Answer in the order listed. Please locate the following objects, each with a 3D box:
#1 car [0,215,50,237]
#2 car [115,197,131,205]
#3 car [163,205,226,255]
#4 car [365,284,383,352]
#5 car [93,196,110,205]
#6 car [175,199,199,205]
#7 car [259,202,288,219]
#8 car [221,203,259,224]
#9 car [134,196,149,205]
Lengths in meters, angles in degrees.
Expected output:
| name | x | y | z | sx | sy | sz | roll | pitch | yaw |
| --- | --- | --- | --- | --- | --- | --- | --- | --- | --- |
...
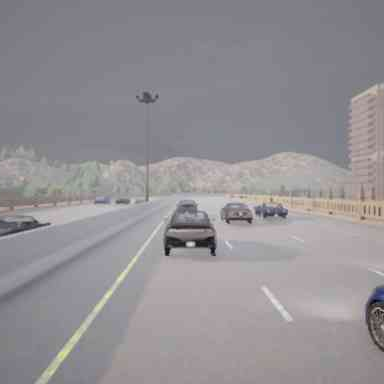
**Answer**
| name | x | y | z | sx | sy | sz | roll | pitch | yaw |
| --- | --- | --- | --- | --- | --- | --- | --- | --- | --- |
| car | -7.274 | 1.581 | 12.817 | 1.895 | 1.301 | 4.718 | 0 | 0 | -1 |
| car | -11.559 | 1.503 | 55.652 | 1.895 | 1.301 | 4.718 | 0 | 0 | 0 |
| car | -0.091 | 1.467 | 13.164 | 2.128 | 1.511 | 4.902 | 0 | 0 | -1 |
| car | 3.547 | 1.517 | 3.114 | 1.812 | 1.442 | 4.674 | 0 | 0 | 0 |
| car | -15.061 | 1.382 | 55.724 | 1.882 | 1.535 | 5.008 | 0 | 0 | -1 |
| car | -0.410 | 1.448 | 30.107 | 1.837 | 1.490 | 4.892 | 0 | 0 | -1 |
| car | 6.622 | 1.543 | 28.522 | 1.895 | 1.301 | 4.718 | 0 | 0 | -1 |
| car | 3.197 | 1.499 | 24.617 | 2.033 | 1.411 | 5.357 | 0 | 0 | -1 |
| car | -8.033 | 1.430 | 53.352 | 1.812 | 1.442 | 4.674 | 0 | 0 | -1 |
